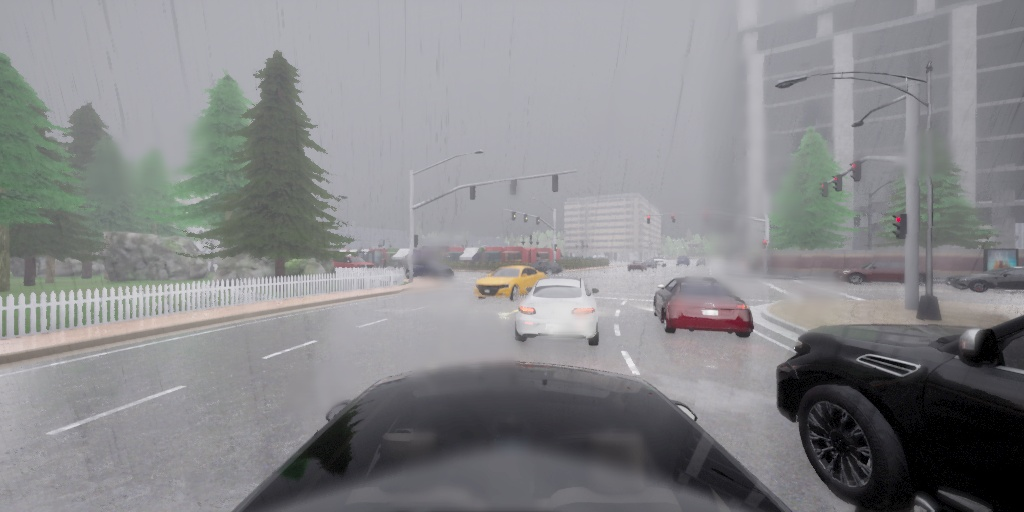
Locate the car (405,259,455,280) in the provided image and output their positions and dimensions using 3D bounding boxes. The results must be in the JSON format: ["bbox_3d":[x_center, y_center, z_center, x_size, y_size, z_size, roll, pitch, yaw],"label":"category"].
[{"bbox_3d":[-7.286,1.157,31.969,4.553,1.767,2.097,0,0,30],"label":"car"}]

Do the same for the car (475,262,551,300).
[{"bbox_3d":[0.035,1.226,17.548,1.882,1.535,5.008,-1,0,26],"label":"car"}]

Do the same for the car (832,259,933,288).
[{"bbox_3d":[25.944,1.160,25.379,4.553,1.767,2.097,0,0,30],"label":"car"}]

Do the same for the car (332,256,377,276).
[{"bbox_3d":[-16.568,1.027,37.247,5.566,2.045,2.150,0,0,29],"label":"car"}]

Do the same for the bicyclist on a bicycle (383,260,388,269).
[{"bbox_3d":[-15.686,1.258,44.313,0.582,1.620,1.656,0,0,-22],"label":"bicyclist on a bicycle"}]

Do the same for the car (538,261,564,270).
[{"bbox_3d":[3.100,1.299,38.369,4.892,1.490,1.837,-1,0,30],"label":"car"}]

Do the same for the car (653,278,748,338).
[{"bbox_3d":[5.307,1.314,10.435,1.994,1.385,4.181,0,0,17],"label":"car"}]

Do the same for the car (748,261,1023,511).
[{"bbox_3d":[3.737,0.971,1.208,2.150,2.045,5.566,0,0,0],"label":"car"}]

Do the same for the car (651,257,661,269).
[{"bbox_3d":[22.155,1.297,57.681,2.033,1.411,5.357,0,0,30],"label":"car"}]

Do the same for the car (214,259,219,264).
[{"bbox_3d":[-40.227,1.156,50.800,4.553,1.767,2.097,0,0,30],"label":"car"}]

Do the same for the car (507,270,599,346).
[{"bbox_3d":[1.285,1.276,9.432,1.812,1.442,4.674,0,0,11],"label":"car"}]

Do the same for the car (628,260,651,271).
[{"bbox_3d":[17.057,1.351,48.593,1.895,1.301,4.718,0,0,29],"label":"car"}]

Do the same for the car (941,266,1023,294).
[{"bbox_3d":[28.023,1.331,20.145,4.674,1.442,1.812,0,0,29],"label":"car"}]
